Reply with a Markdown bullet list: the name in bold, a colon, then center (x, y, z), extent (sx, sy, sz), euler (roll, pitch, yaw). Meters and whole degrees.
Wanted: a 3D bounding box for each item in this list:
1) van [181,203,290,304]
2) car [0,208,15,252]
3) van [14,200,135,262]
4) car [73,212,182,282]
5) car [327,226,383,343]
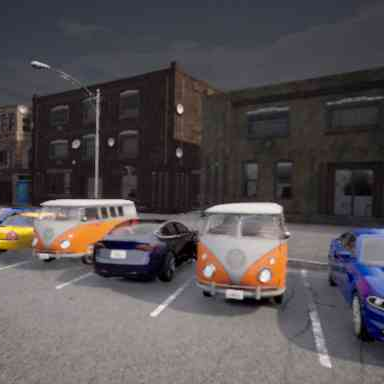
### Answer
- **van**: center (1.346, 1.255, 8.011), extent (1.878, 1.987, 4.442), euler (1, -1, 15)
- **car**: center (-5.957, 1.479, 13.534), extent (1.946, 1.575, 5.366), euler (0, -1, 15)
- **van**: center (-3.564, 1.253, 11.502), extent (1.878, 1.987, 4.442), euler (1, -1, 15)
- **car**: center (-1.078, 1.512, 9.898), extent (2.163, 1.488, 4.792), euler (0, -1, 15)
- **car**: center (3.822, 1.483, 6.377), extent (2.097, 1.535, 5.008), euler (1, -1, 16)
